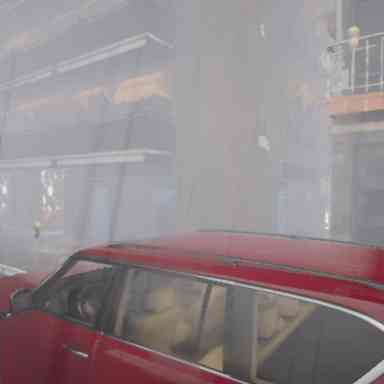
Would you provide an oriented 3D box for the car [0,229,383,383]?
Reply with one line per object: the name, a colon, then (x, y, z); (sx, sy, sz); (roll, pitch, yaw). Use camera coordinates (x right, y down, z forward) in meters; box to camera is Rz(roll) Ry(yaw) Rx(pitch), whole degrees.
car: (-0.165, 1.285, 3.000); (5.009, 1.841, 2.192); (1, 1, 36)
